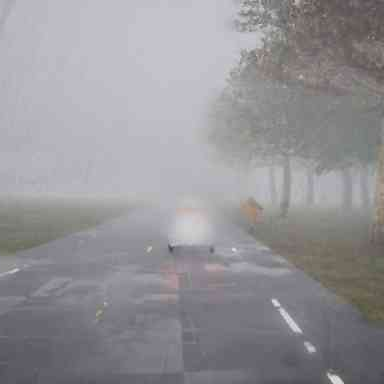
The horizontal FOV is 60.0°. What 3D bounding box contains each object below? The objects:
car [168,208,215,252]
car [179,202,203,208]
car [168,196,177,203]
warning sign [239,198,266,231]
[{"bbox_3d":[-0.016,1.647,14.390,1.812,1.442,4.674,0,0,0],"label":"car"},{"bbox_3d":[-0.091,1.652,29.461,1.882,1.535,5.008,0,0,0],"label":"car"},{"bbox_3d":[-4.101,1.639,70.968,2.033,1.411,5.357,0,0,-1],"label":"car"},{"bbox_3d":[3.502,1.265,19.372,1.300,1.860,1.060,-1,-1,0],"label":"warning sign"}]
